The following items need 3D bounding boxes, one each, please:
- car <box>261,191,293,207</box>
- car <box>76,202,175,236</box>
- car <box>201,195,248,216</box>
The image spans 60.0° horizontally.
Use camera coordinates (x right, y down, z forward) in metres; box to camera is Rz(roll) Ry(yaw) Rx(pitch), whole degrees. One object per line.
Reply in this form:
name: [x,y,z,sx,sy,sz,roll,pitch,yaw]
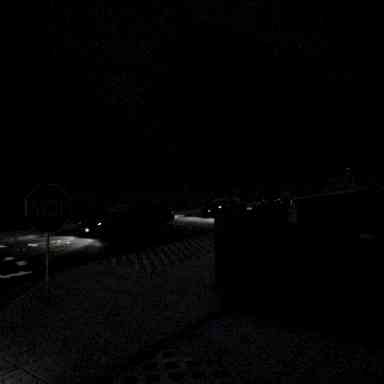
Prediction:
car: [8.525,0.670,33.208,1.837,1.490,4.892,0,2,36]
car: [-3.106,1.232,16.870,2.033,1.411,5.357,0,1,36]
car: [2.535,0.962,24.802,1.812,1.442,4.674,0,2,36]
